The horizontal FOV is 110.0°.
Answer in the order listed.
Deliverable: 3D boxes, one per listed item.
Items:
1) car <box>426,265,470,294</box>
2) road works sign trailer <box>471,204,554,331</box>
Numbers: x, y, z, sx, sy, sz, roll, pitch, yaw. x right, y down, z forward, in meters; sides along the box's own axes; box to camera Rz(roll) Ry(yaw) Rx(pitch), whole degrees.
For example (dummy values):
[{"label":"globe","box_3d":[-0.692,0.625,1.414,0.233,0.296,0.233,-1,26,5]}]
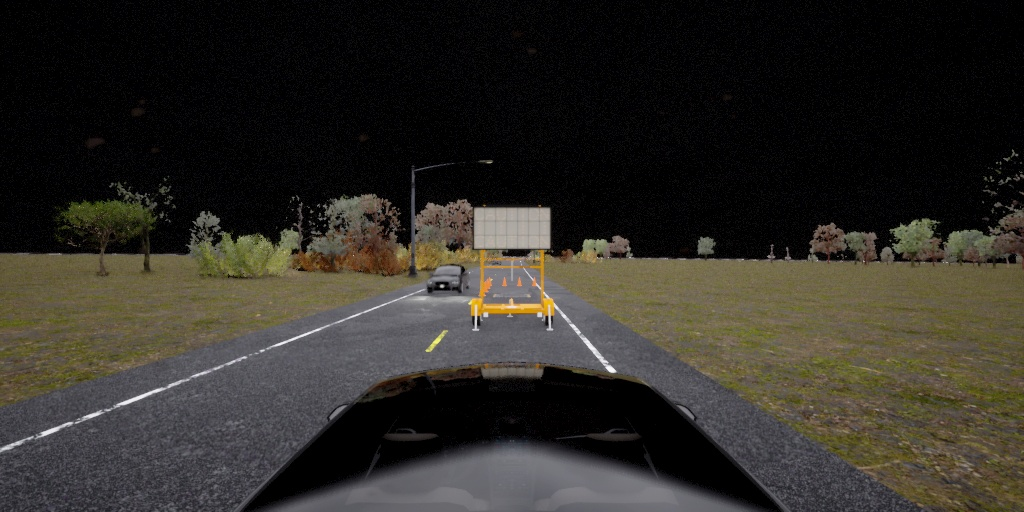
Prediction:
[{"label":"car","box_3d":[-3.503,1.264,20.387,1.837,1.490,4.892,0,0,0]},{"label":"road works sign trailer","box_3d":[0.004,0.218,11.040,2.380,3.560,2.880,0,0,-1]}]
